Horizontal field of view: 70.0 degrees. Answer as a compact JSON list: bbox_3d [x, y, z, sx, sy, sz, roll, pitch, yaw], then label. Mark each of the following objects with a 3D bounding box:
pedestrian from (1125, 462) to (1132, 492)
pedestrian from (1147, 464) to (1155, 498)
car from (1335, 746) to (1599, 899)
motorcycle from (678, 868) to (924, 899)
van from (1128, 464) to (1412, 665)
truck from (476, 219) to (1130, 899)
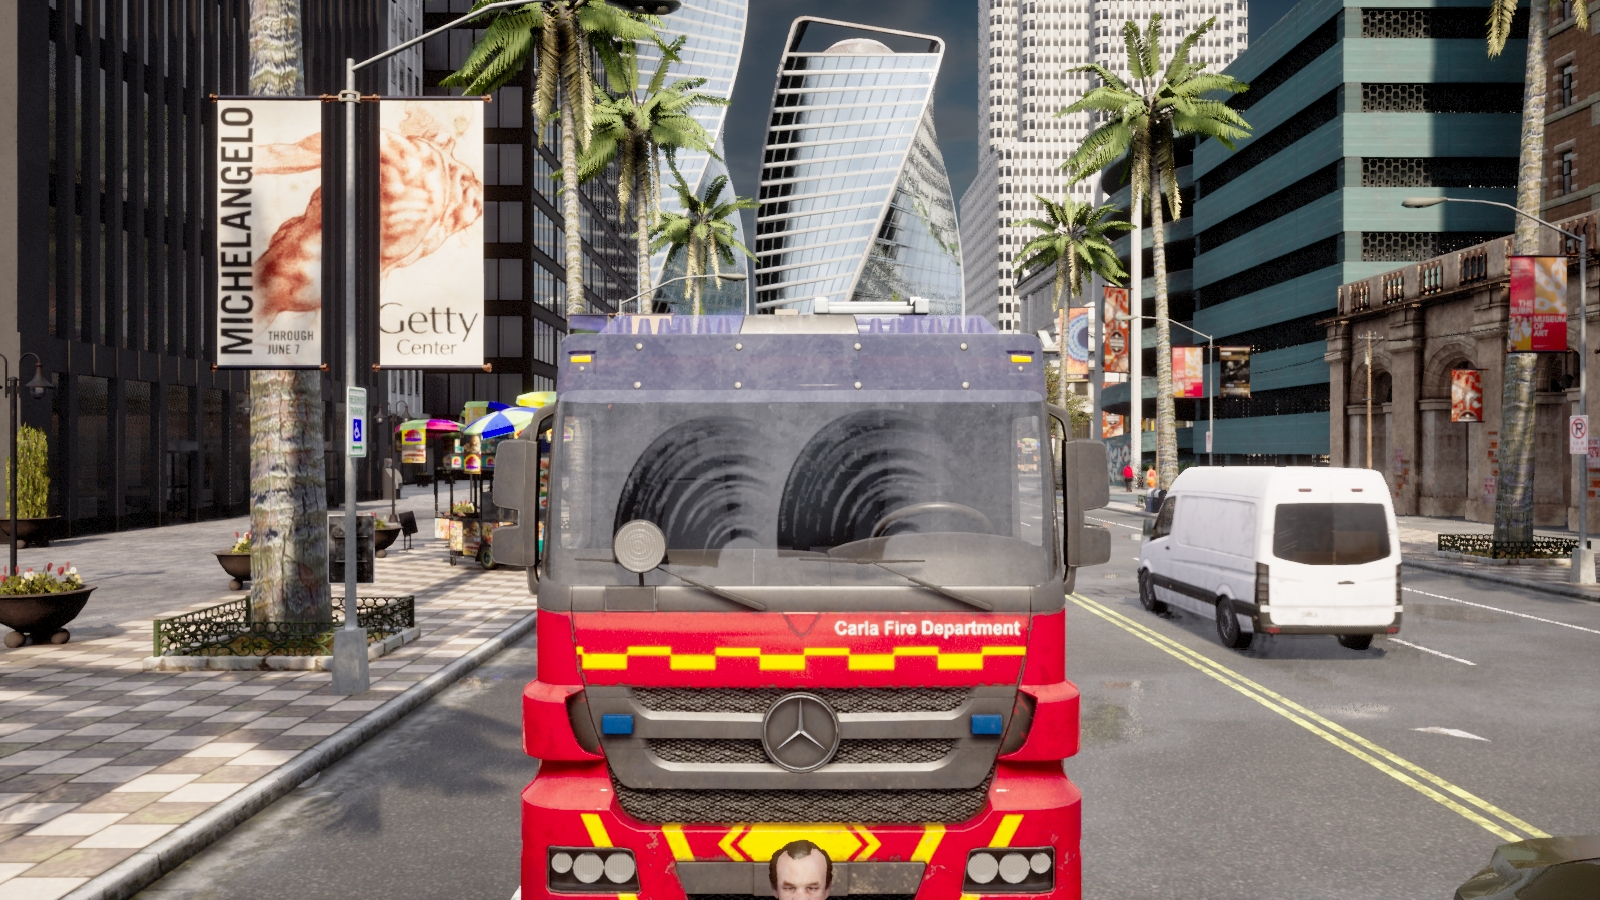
[{"bbox_3d":[20.497,1.698,71.302,0.375,1.860,0.375,0,0,0],"label":"pedestrian"},{"bbox_3d":[19.368,1.696,63.053,0.375,1.860,0.375,0,0,4],"label":"pedestrian"},{"bbox_3d":[3.504,2.061,2.660,2.231,1.480,4.892,0,0,0],"label":"car"},{"bbox_3d":[0.003,2.182,3.373,0.856,1.236,1.805,0,0,0],"label":"motorcycle"},{"bbox_3d":[7.006,1.534,17.926,1.988,2.561,5.915,0,0,0],"label":"van"},{"bbox_3d":[0.019,0.890,9.289,2.891,3.827,8.468,0,0,0],"label":"truck"}]
